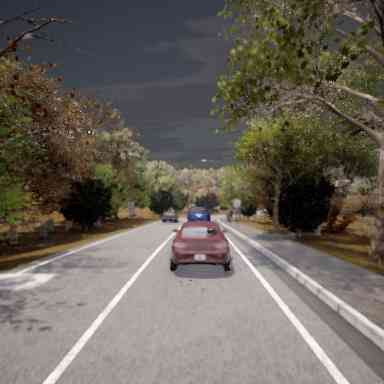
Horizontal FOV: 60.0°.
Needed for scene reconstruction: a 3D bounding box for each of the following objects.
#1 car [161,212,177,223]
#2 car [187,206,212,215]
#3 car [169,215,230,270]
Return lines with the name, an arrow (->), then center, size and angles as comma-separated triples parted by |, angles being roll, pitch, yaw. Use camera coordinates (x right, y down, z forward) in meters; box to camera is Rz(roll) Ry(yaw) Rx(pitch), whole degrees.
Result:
car -> -2.774, 3.225, 42.396 | 2.033, 1.411, 5.357 | 0, -3, 2
car -> 0.677, 2.380, 31.848 | 2.150, 2.045, 5.566 | 0, -3, 2
car -> 0.280, 1.725, 11.564 | 1.812, 1.442, 4.674 | 0, -2, 1
